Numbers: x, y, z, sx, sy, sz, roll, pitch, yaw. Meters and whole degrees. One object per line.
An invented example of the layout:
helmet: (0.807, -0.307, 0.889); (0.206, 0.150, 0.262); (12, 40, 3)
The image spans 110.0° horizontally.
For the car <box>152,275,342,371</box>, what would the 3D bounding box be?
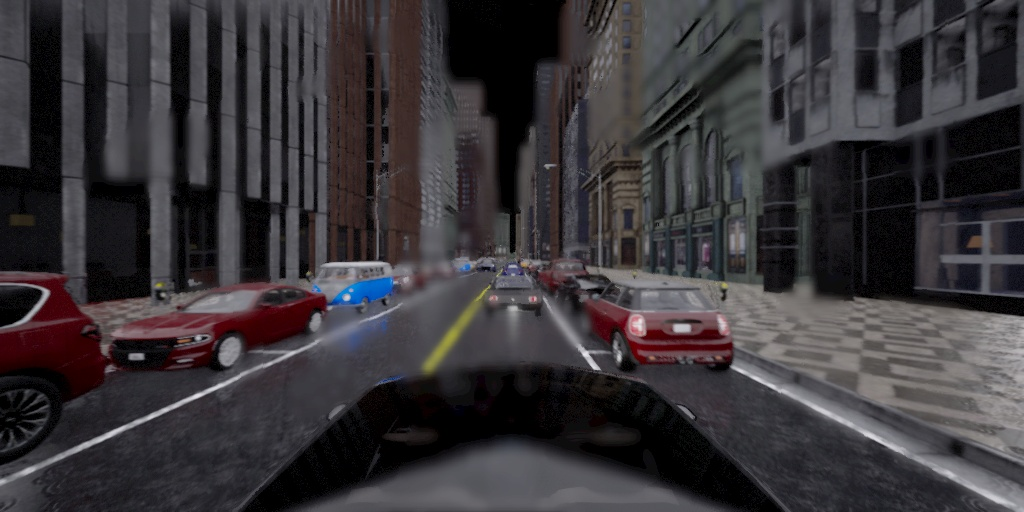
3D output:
car: (-5.762, 1.304, 7.752); (1.888, 1.381, 4.507); (0, 0, 0)

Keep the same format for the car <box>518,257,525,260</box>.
car: (2.347, 1.300, 58.650); (1.801, 1.575, 5.366); (0, 0, 0)

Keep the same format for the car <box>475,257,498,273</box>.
car: (-3.090, 1.168, 44.782); (2.097, 1.767, 4.553); (0, 0, 0)

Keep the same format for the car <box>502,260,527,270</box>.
car: (0.093, 1.321, 30.977); (1.812, 1.442, 4.674); (0, 0, 0)

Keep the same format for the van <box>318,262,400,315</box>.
van: (-5.763, 1.108, 13.388); (1.690, 1.789, 3.998); (0, 0, 0)

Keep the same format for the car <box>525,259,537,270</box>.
car: (2.761, 1.252, 41.579); (1.967, 1.591, 4.097); (0, 0, 0)

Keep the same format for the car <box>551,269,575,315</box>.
car: (2.762, 1.334, 13.398); (1.948, 1.339, 4.313); (0, 0, 0)

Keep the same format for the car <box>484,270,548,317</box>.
car: (0.083, 1.369, 13.314); (1.895, 1.301, 4.718); (0, 0, 0)

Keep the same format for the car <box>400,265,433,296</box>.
car: (-5.763, 1.216, 19.025); (1.967, 1.591, 4.097); (0, 0, 0)

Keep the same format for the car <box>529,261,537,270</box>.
car: (2.761, 1.360, 30.308); (1.948, 1.339, 4.313); (0, 0, 0)

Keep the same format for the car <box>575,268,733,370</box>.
car: (2.763, 1.199, 7.761); (1.967, 1.591, 4.097); (0, 0, 0)

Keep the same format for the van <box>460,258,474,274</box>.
van: (-5.765, 1.152, 41.572); (1.690, 1.789, 3.998); (0, 0, 0)

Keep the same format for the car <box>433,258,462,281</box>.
car: (-5.764, 1.234, 30.299); (1.967, 1.591, 4.097); (0, 0, 0)

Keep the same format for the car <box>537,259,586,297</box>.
car: (2.762, 1.091, 19.035); (2.192, 1.841, 5.009); (0, 0, 0)

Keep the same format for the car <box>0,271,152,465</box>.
car: (-5.762, 1.065, 2.114); (2.192, 1.841, 5.009); (0, 0, 0)

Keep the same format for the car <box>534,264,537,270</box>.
car: (2.762, 1.331, 24.671); (1.888, 1.381, 4.507); (0, 0, 0)
